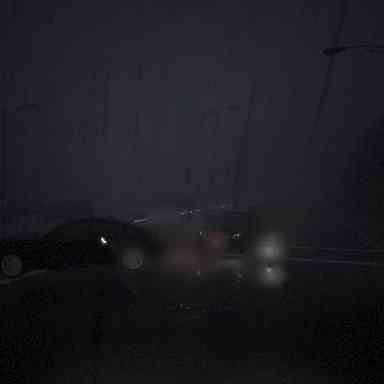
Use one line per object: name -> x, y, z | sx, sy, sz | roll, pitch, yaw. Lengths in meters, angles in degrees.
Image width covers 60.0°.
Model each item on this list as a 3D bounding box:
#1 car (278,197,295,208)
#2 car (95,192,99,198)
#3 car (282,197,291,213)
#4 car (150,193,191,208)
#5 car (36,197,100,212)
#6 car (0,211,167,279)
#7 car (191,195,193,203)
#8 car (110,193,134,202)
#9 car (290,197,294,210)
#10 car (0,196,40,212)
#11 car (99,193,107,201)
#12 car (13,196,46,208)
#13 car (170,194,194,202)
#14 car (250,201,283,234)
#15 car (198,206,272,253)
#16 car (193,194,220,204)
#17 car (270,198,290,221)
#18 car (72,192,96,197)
car -> 13.596, 1.469, 47.653 | 2.128, 1.511, 4.902 | 0, 0, 19
car -> -21.776, 1.298, 67.993 | 3.806, 1.475, 1.970 | 0, 0, 19
car -> 7.785, 1.487, 30.488 | 1.837, 1.490, 4.892 | 0, 0, 19
car -> -2.917, 1.075, 41.759 | 4.605, 1.855, 1.932 | 0, 0, 19
car -> -9.006, 1.356, 24.201 | 3.633, 1.501, 1.845 | 0, 0, 19
car -> -3.271, 1.475, 9.857 | 5.008, 1.535, 1.882 | 0, 0, -15
car -> -2.376, 1.053, 44.644 | 3.866, 1.878, 1.905 | 0, 0, 19
car -> -13.732, 1.046, 65.310 | 4.605, 1.855, 1.932 | 0, 0, 19
car -> 9.830, 1.545, 36.525 | 1.994, 1.385, 4.181 | 0, 0, 19
car -> -15.079, 1.355, 29.404 | 3.806, 1.475, 1.970 | 0, 0, 19
car -> -20.131, 1.014, 70.946 | 3.866, 1.878, 1.905 | 0, 0, 19
car -> -21.645, 1.273, 44.288 | 3.633, 1.501, 1.845 | 0, 0, 19
car -> -2.024, 1.258, 68.675 | 4.514, 1.523, 2.007 | 0, 0, 19
car -> 3.984, 1.490, 19.282 | 1.837, 1.490, 4.892 | 0, 0, 19
car -> 1.832, 1.514, 13.876 | 1.812, 1.442, 4.674 | 0, 0, 24
car -> 1.727, 1.126, 56.763 | 5.027, 1.636, 2.152 | 0, 0, 19
car -> 5.901, 1.475, 24.927 | 2.128, 1.511, 4.902 | 0, 0, 19
car -> -18.401, 1.249, 53.739 | 4.514, 1.523, 2.007 | 0, 0, 19
